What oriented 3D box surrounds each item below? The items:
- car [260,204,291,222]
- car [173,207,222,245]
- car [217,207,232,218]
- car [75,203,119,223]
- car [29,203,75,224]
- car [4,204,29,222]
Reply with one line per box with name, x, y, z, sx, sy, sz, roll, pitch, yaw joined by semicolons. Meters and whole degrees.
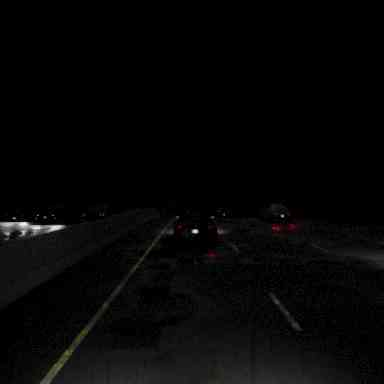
car;7.179;1.752;28.676;1.812;1.442;4.674;0;-2;0
car;0.143;1.639;15.973;1.994;1.385;4.181;0;0;0
car;3.714;2.494;40.653;1.895;1.301;4.718;0;-5;0
car;-6.991;1.617;25.672;1.882;1.535;5.008;0;-1;1
car;-10.485;1.652;26.184;1.837;1.490;4.892;0;-2;1
car;-13.955;1.761;28.818;2.033;1.411;5.357;0;-2;1
